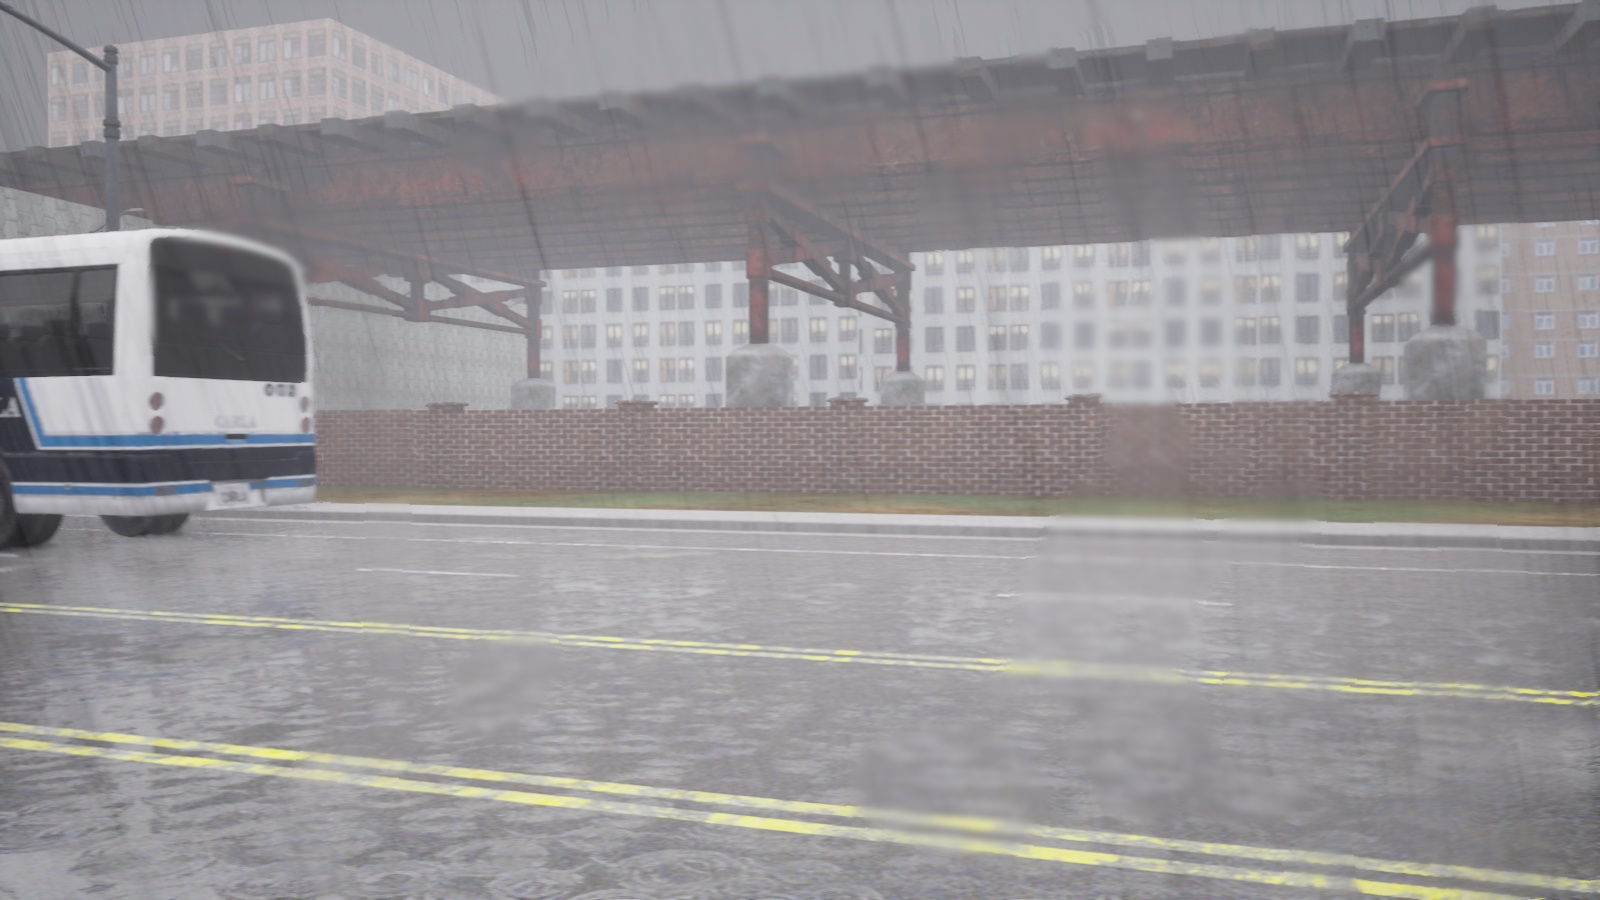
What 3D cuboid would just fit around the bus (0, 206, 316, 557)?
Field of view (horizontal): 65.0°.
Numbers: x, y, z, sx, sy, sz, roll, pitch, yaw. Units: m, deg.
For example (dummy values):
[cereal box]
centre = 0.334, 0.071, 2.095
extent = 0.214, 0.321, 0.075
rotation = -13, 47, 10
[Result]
[bus]
centre = -12.796, -0.900, 18.765
extent = 10.273, 4.253, 3.944
rotation = 1, 1, 19
